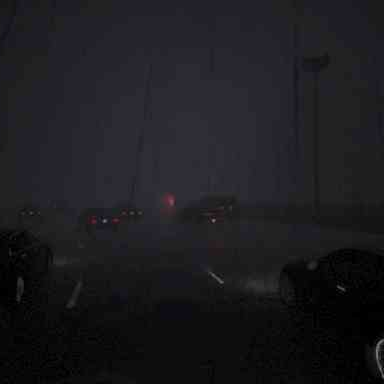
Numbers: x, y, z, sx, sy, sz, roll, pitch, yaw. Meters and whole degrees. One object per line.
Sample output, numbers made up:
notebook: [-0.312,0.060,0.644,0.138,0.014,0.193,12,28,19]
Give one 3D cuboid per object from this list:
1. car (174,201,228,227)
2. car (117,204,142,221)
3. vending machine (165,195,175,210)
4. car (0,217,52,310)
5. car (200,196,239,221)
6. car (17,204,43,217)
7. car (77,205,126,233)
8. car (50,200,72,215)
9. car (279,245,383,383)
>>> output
car: [0.336,1.635,23.917,1.837,1.490,4.892,0,0,-27]
car: [-5.886,1.743,28.390,2.033,1.411,5.357,0,0,-27]
vending machine: [-3.119,1.474,46.775,1.100,2.100,0.880,0,0,-28]
car: [-4.602,1.579,7.763,1.837,1.490,4.892,0,0,-12]
car: [1.843,1.368,28.703,2.150,2.045,5.566,0,0,-27]
car: [-14.267,1.803,29.323,2.033,1.411,5.357,0,0,-28]
car: [-5.983,1.703,20.898,2.033,1.411,5.357,0,0,-26]
car: [-15.391,1.669,39.015,2.097,1.767,4.553,0,0,-28]
car: [2.934,1.535,5.073,1.812,1.442,4.674,0,0,-7]
